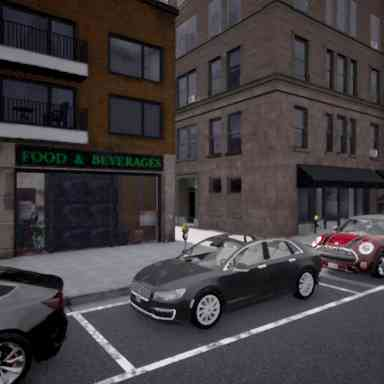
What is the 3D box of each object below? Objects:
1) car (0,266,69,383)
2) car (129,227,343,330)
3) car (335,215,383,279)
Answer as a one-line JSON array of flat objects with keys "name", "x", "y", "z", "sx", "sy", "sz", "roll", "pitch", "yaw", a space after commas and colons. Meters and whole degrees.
[{"name": "car", "x": -3.615, "y": 1.566, "z": 3.614, "sx": 4.313, "sy": 1.339, "sz": 1.947, "roll": 0, "pitch": 0, "yaw": -35}, {"name": "car", "x": 0.880, "y": 1.549, "z": 6.815, "sx": 4.403, "sy": 1.369, "sz": 2.008, "roll": 0, "pitch": 0, "yaw": -35}, {"name": "car", "x": 5.375, "y": 1.438, "z": 10.017, "sx": 4.097, "sy": 1.590, "sz": 1.967, "roll": 0, "pitch": 0, "yaw": -35}]
